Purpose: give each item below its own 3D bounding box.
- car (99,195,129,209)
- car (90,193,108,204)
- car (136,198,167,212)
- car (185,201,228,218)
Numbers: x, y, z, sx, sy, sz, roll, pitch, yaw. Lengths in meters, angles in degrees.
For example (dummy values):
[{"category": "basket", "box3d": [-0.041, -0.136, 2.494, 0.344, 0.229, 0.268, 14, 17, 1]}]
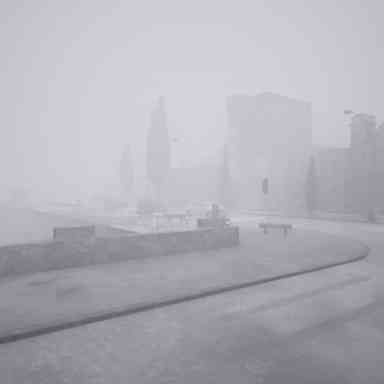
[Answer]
[{"category": "car", "box3d": [-10.638, 1.547, 46.038, 2.033, 1.411, 5.357, 0, 0, -36]}, {"category": "car", "box3d": [-17.293, 1.221, 62.522, 2.150, 2.045, 5.566, 0, 0, -36]}, {"category": "car", "box3d": [-4.638, 1.505, 37.616, 1.837, 1.490, 4.892, 0, 0, -36]}, {"category": "car", "box3d": [1.176, 1.526, 29.482, 1.812, 1.442, 4.674, 0, 0, -36]}]
